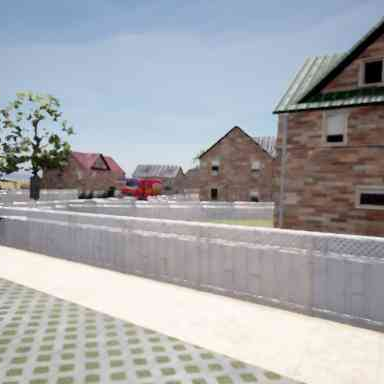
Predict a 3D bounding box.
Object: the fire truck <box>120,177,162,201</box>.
[{"bbox_3d":[-7.738,-0.429,51.844,2.891,3.827,8.468,3,2,19],"label":"fire truck"}]
